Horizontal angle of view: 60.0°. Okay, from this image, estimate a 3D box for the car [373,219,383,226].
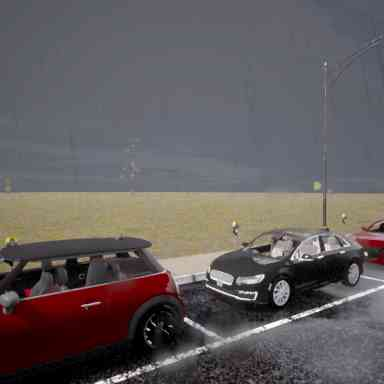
[{"bbox_3d":[6.821,1.548,10.969,4.507,1.381,1.887,0,1,-36],"label":"car"}]

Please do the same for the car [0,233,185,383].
[{"bbox_3d":[-2.186,1.440,4.528,4.097,1.590,1.967,0,1,-36],"label":"car"}]

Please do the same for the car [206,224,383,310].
[{"bbox_3d":[2.317,1.552,7.749,4.403,1.369,2.008,0,1,-36],"label":"car"}]
